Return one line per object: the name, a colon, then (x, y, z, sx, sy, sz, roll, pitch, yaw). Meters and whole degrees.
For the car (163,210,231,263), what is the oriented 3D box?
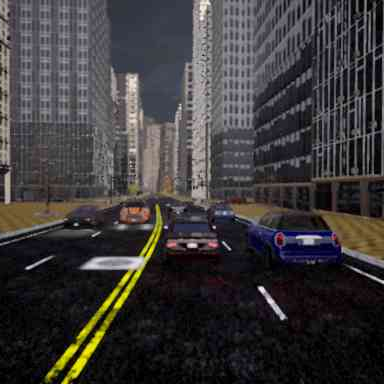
car: (-0.055, 1.597, 12.081, 2.033, 1.411, 5.357, 0, 0, -1)

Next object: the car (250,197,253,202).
car: (14.647, 1.975, 84.667, 4.829, 1.417, 1.752, 1, 0, -5)

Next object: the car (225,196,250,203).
car: (9.972, 1.811, 75.821, 5.009, 1.841, 2.192, 1, 0, -5)

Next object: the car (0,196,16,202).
car: (-40.113, 1.486, 71.192, 4.313, 1.339, 1.947, 1, 0, -5)

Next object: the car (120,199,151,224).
car: (-4.313, 1.441, 25.829, 2.097, 1.767, 4.553, 0, 0, -5)

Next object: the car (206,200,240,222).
car: (2.234, 1.659, 27.362, 2.033, 1.411, 5.357, 0, 0, -5)

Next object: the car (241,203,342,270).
car: (3.197, 1.409, 11.371, 2.097, 1.767, 4.553, 0, 0, -1)

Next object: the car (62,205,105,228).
car: (-7.293, 1.619, 23.026, 2.033, 1.411, 5.357, 0, 0, -5)

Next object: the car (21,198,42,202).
car: (-34.447, 1.568, 71.637, 4.206, 1.307, 1.802, 1, 0, -5)

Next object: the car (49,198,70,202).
car: (-28.782, 1.618, 72.121, 4.313, 1.339, 1.947, 1, 0, -5)

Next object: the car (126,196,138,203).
car: (-11.706, 1.467, 65.222, 1.994, 1.385, 4.181, 0, 0, -6)

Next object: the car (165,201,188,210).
car: (-1.468, 1.610, 31.856, 2.128, 1.511, 4.902, 0, 0, -6)
